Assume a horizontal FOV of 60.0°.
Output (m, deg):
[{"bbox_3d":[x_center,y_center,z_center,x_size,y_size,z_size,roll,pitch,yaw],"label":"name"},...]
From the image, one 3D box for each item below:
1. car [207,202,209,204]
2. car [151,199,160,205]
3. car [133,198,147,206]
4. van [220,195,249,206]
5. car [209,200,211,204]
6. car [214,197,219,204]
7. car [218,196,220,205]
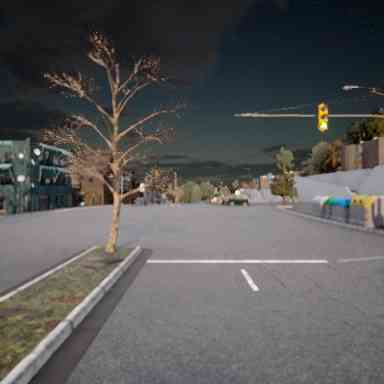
[{"bbox_3d":[8.049,2.427,92.774,5.566,2.045,2.435,1,-2,-20],"label":"car"},{"bbox_3d":[-8.924,2.409,81.912,2.033,1.411,5.357,0,-2,0],"label":"car"},{"bbox_3d":[-8.896,1.744,57.580,1.837,1.490,4.892,0,-1,0],"label":"car"},{"bbox_3d":[7.933,1.505,59.970,4.442,1.987,1.878,1,-1,-20],"label":"van"},{"bbox_3d":[8.028,2.586,89.776,5.008,1.535,2.097,1,-2,-20],"label":"car"},{"bbox_3d":[7.862,1.981,68.872,5.366,1.575,1.946,1,-1,-20],"label":"car"},{"bbox_3d":[8.033,1.859,62.986,4.674,1.452,2.002,1,-2,-20],"label":"car"}]
